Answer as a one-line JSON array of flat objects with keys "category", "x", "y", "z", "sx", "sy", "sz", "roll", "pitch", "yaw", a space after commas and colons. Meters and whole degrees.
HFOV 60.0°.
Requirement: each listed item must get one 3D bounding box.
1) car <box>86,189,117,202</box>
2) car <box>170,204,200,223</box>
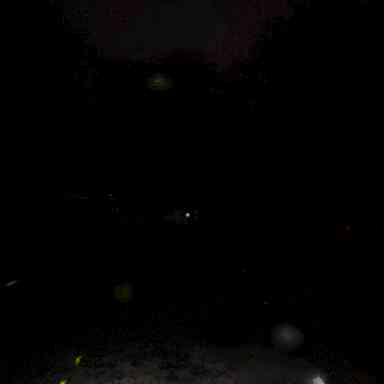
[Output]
[{"category": "car", "x": -12.302, "y": 0.405, "z": 45.041, "sx": 4.892, "sy": 1.490, "sz": 1.837, "roll": 7, "pitch": 3, "yaw": 36}, {"category": "car", "x": -0.611, "y": 1.658, "z": 26.307, "sx": 1.994, "sy": 1.385, "sz": 4.181, "roll": 0, "pitch": 0, "yaw": -8}]
